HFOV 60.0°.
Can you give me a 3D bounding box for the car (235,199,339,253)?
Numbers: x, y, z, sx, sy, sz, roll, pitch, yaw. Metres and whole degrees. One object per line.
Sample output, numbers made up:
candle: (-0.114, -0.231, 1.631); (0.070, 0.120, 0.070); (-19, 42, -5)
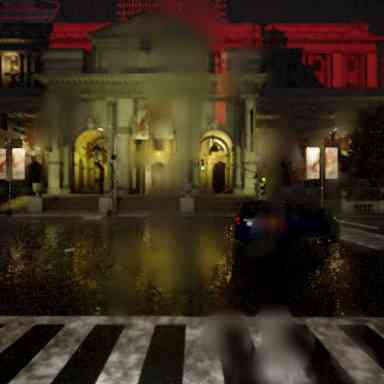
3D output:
car: (4.222, 1.314, 14.419); (5.566, 2.045, 2.150); (0, -2, -42)
